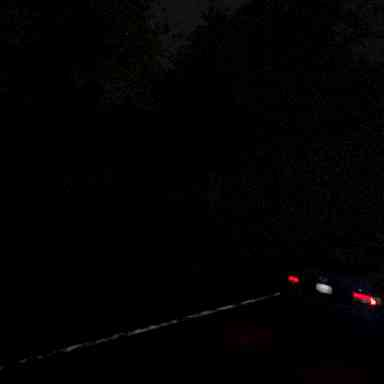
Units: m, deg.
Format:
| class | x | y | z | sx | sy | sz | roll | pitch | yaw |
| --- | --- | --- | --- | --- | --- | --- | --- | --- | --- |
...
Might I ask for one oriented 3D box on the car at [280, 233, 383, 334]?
| class | x | y | z | sx | sy | sz | roll | pitch | yaw |
| --- | --- | --- | --- | --- | --- | --- | --- | --- | --- |
| car | 4.107 | 1.563 | 6.649 | 5.357 | 1.411 | 2.033 | 0 | 0 | -35 |
